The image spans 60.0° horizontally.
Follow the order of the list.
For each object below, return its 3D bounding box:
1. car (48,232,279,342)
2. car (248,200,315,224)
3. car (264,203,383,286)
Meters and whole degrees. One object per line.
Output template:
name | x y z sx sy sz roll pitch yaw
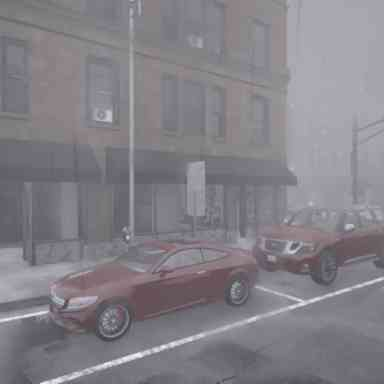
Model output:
car | -0.491 1.580 6.414 4.206 1.307 1.802 0 0 -35
car | 6.813 1.478 25.884 1.882 1.535 5.008 0 0 -35
car | 4.008 1.311 9.618 5.009 1.841 2.192 0 0 -35
